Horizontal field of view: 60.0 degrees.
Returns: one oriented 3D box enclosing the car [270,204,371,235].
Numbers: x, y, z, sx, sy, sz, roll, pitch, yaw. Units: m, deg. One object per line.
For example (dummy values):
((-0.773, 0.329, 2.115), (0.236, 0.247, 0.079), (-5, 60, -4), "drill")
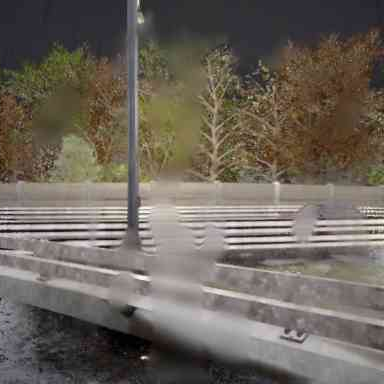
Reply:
((6.124, 1.359, 16.101), (4.553, 1.767, 2.097), (0, 0, -10), "car")
